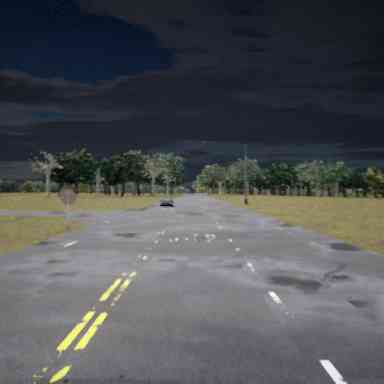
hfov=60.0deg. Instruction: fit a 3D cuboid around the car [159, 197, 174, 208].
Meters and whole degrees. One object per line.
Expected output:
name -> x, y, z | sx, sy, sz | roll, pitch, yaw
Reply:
car -> -3.398, 1.433, 46.100 | 2.033, 1.411, 5.357 | 0, 0, 0
